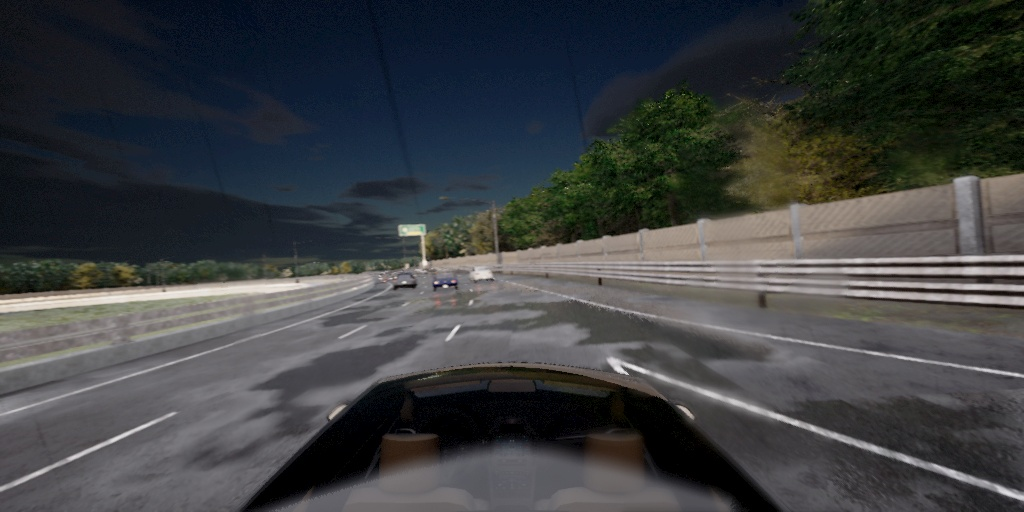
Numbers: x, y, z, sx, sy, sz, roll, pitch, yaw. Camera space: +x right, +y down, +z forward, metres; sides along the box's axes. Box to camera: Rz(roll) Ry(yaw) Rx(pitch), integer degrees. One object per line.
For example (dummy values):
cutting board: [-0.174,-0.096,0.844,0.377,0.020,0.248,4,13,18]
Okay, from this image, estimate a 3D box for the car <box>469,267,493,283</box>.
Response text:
car: [-3.026,1.766,34.784,1.812,1.442,4.674,-4,0,-13]

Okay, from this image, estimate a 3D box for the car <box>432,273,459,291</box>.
car: [-5.201,1.958,28.163,1.895,1.301,4.718,-4,0,-10]

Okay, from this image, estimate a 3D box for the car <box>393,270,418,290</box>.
car: [-9.841,2.320,33.233,1.994,1.385,4.181,-4,0,-13]
